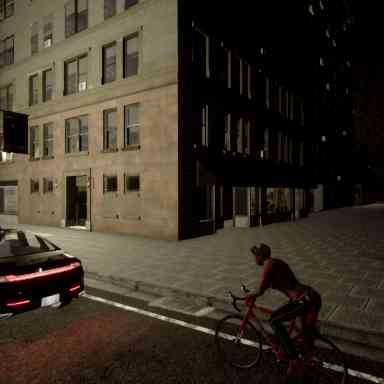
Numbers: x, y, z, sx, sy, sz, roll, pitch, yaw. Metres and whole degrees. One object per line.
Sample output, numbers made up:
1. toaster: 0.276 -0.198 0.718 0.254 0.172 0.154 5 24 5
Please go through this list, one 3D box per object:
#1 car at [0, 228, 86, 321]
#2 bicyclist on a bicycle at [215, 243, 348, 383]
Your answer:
1. car: -4.192 1.493 6.677 4.902 1.511 2.128 0 0 36
2. bicyclist on a bicycle: 0.973 1.453 3.970 1.656 1.620 0.582 0 0 36
